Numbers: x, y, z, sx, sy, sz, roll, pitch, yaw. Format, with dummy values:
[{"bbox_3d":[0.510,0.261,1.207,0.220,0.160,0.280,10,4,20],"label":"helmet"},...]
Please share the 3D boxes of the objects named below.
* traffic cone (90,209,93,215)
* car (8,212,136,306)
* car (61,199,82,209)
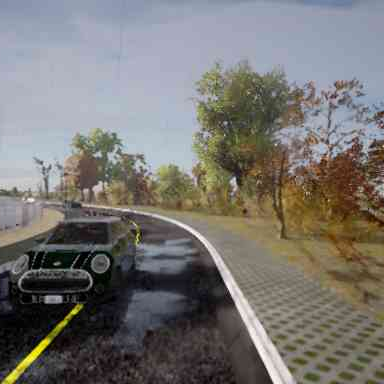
[{"bbox_3d":[-11.161,2.216,36.937,0.340,0.580,0.340,0,0,-26],"label":"traffic cone"},{"bbox_3d":[-2.705,1.463,8.525,2.097,1.767,4.553,0,-1,-3],"label":"car"},{"bbox_3d":[-18.075,1.753,49.753,1.994,1.385,4.181,1,0,-39],"label":"car"}]
